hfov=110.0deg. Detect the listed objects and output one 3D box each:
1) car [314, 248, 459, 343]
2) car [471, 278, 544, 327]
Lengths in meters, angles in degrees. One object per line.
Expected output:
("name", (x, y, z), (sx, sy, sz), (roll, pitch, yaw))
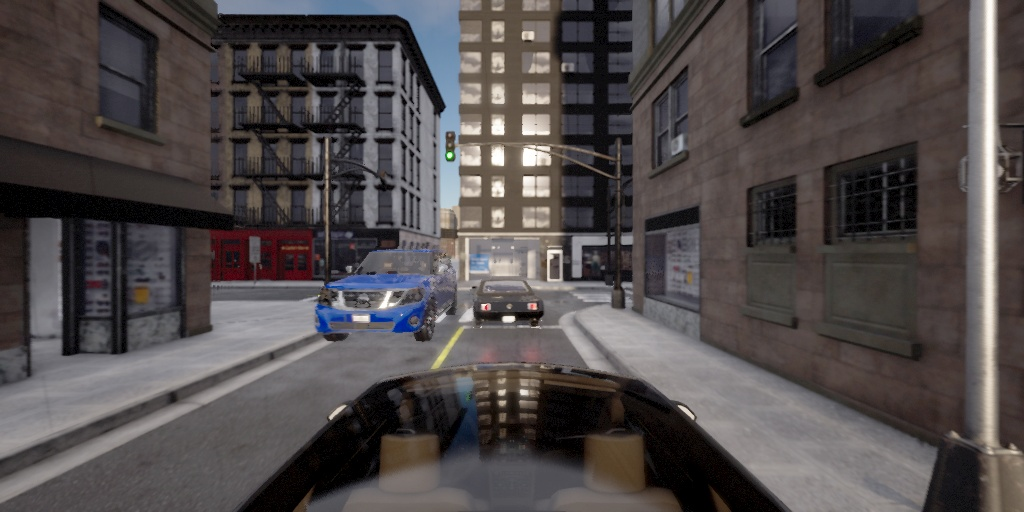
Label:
("car", (-2.751, 0.783, 9.296), (2.150, 2.045, 5.566), (0, 0, 0))
("car", (-0.341, 1.343, 11.485), (1.895, 1.301, 4.718), (0, 0, -7))
